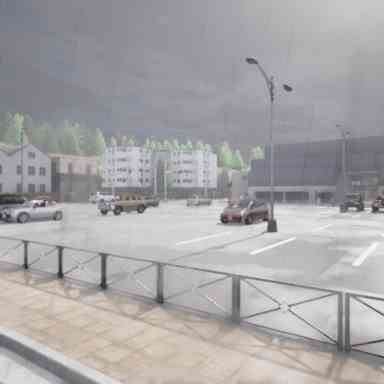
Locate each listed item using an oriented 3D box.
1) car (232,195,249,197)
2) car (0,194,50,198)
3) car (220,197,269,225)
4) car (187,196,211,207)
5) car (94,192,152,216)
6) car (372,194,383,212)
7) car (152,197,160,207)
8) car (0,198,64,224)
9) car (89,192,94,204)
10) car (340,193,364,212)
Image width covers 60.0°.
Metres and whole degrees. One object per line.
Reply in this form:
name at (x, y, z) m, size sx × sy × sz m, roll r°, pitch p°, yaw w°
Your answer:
car at (6.437, 1.142, 42.356) m, size 2.152 × 1.636 × 5.027 m, roll 0°, pitch 0°, yaw 35°
car at (-13.362, 1.062, 25.417) m, size 1.905 × 1.878 × 3.866 m, roll 0°, pitch 0°, yaw 35°
car at (3.629, 1.292, 22.197) m, size 2.007 × 1.523 × 4.514 m, roll 0°, pitch 0°, yaw 35°
car at (1.006, 1.217, 45.788) m, size 1.970 × 1.475 × 3.806 m, roll 0°, pitch 0°, yaw 35°
car at (-6.143, 1.084, 29.955) m, size 1.932 × 1.855 × 4.605 m, roll 0°, pitch 0°, yaw 35°
car at (19.508, 1.095, 33.648) m, size 1.932 × 1.855 × 4.605 m, roll 0°, pitch 0°, yaw 35°
car at (-6.049, 1.281, 42.137) m, size 2.007 × 1.523 × 4.514 m, roll 0°, pitch 0°, yaw 35°
car at (-10.997, 1.348, 23.002) m, size 1.970 × 1.475 × 3.806 m, roll 0°, pitch 0°, yaw 35°
car at (-14.772, 1.004, 56.500) m, size 2.150 × 2.045 × 5.566 m, roll 0°, pitch 0°, yaw 35°
car at (16.895, 1.073, 34.985) m, size 1.905 × 1.878 × 3.866 m, roll 0°, pitch 0°, yaw 35°
